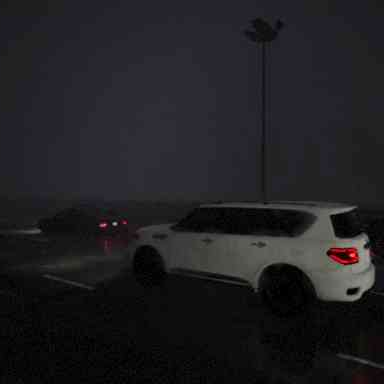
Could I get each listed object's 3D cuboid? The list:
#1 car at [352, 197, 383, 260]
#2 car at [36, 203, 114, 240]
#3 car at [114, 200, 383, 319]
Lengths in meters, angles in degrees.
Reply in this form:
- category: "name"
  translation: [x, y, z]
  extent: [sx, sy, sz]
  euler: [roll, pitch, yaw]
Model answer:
- category: "car"
  translation: [8.472, 1.226, 10.832]
  extent: [5.566, 2.045, 2.150]
  euler: [0, 0, 35]
- category: "car"
  translation: [-5.535, 1.480, 16.535]
  extent: [5.357, 1.411, 2.033]
  euler: [0, 0, 35]
- category: "car"
  translation: [0.995, 1.205, 7.582]
  extent: [5.566, 2.045, 2.150]
  euler: [0, 0, 35]
